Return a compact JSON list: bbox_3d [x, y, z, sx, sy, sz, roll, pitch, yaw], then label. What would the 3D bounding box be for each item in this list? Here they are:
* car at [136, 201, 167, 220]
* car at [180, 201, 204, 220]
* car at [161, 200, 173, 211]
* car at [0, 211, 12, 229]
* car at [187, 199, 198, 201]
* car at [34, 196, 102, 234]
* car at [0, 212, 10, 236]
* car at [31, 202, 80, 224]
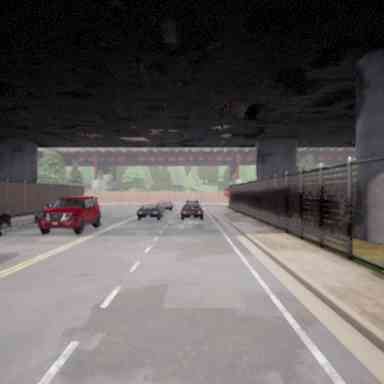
[{"bbox_3d":[-3.492,1.676,28.696,1.895,1.301,4.718,0,0,0],"label":"car"},{"bbox_3d":[0.010,1.676,28.664,1.895,1.301,4.718,0,0,0],"label":"car"},{"bbox_3d":[-3.450,1.714,43.290,1.895,1.301,4.718,0,0,0],"label":"car"},{"bbox_3d":[-10.591,1.534,15.900,2.128,1.511,4.902,0,0,0],"label":"car"},{"bbox_3d":[0.051,1.604,43.342,2.128,1.511,4.902,0,0,0],"label":"car"},{"bbox_3d":[-7.078,1.274,19.959,2.150,2.045,5.566,0,0,0],"label":"car"},{"bbox_3d":[-7.089,1.501,8.575,1.882,1.535,5.008,0,0,0],"label":"car"},{"bbox_3d":[-10.557,1.574,26.124,1.837,1.490,4.892,0,0,1],"label":"car"}]
